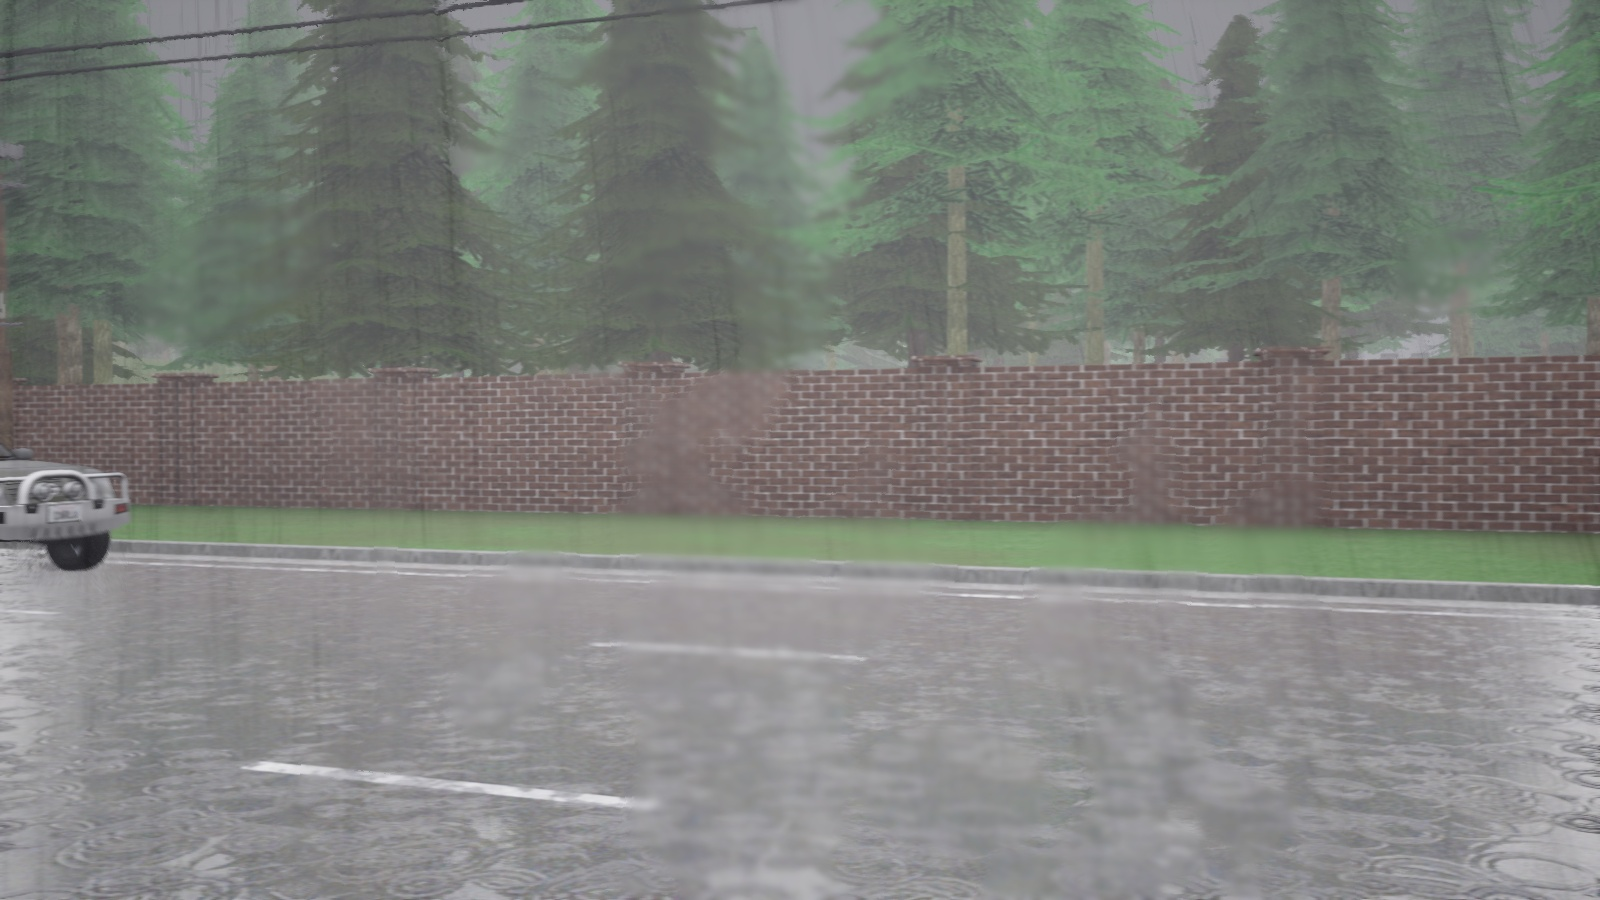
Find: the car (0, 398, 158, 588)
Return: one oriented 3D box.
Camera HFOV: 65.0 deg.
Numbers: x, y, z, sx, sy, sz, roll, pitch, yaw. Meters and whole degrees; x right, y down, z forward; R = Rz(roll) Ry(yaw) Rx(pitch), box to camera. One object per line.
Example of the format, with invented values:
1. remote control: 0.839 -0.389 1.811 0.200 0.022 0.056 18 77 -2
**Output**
1. car: -9.658 0.385 13.825 4.605 1.855 1.932 1 1 19
